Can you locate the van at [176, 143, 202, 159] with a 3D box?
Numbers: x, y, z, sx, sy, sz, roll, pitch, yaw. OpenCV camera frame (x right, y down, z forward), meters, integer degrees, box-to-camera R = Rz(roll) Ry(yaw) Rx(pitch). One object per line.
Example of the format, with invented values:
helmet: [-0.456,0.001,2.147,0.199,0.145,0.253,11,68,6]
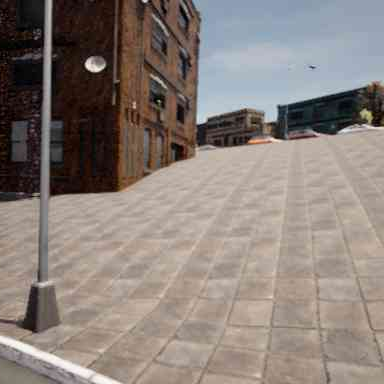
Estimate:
van: [-0.567,-6.189,50.868,1.878,1.987,4.442,1,2,-33]

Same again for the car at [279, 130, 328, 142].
car: [11.207,-5.261,32.383,2.185,1.767,4.553,1,2,-33]

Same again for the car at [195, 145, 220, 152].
car: [2.324,-5.765,46.323,2.231,1.521,4.892,1,2,-33]

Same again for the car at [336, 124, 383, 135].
car: [14.249,-4.870,27.603,2.002,1.452,4.674,1,2,-33]

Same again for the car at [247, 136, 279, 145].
car: [8.243,-5.475,37.036,2.185,1.767,4.553,1,2,-33]
